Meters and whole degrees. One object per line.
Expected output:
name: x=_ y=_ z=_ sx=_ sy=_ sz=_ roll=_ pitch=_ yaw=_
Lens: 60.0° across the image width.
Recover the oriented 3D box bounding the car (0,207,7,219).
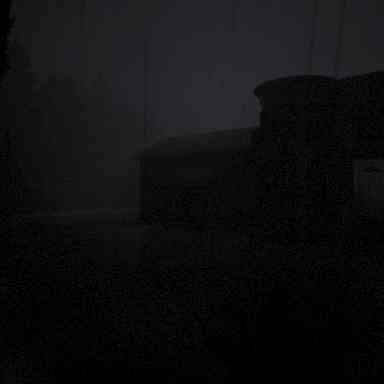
car: x=-17.047 y=1.491 z=25.965 sx=2.128 sy=1.511 sz=4.902 roll=0 pitch=0 yaw=36
